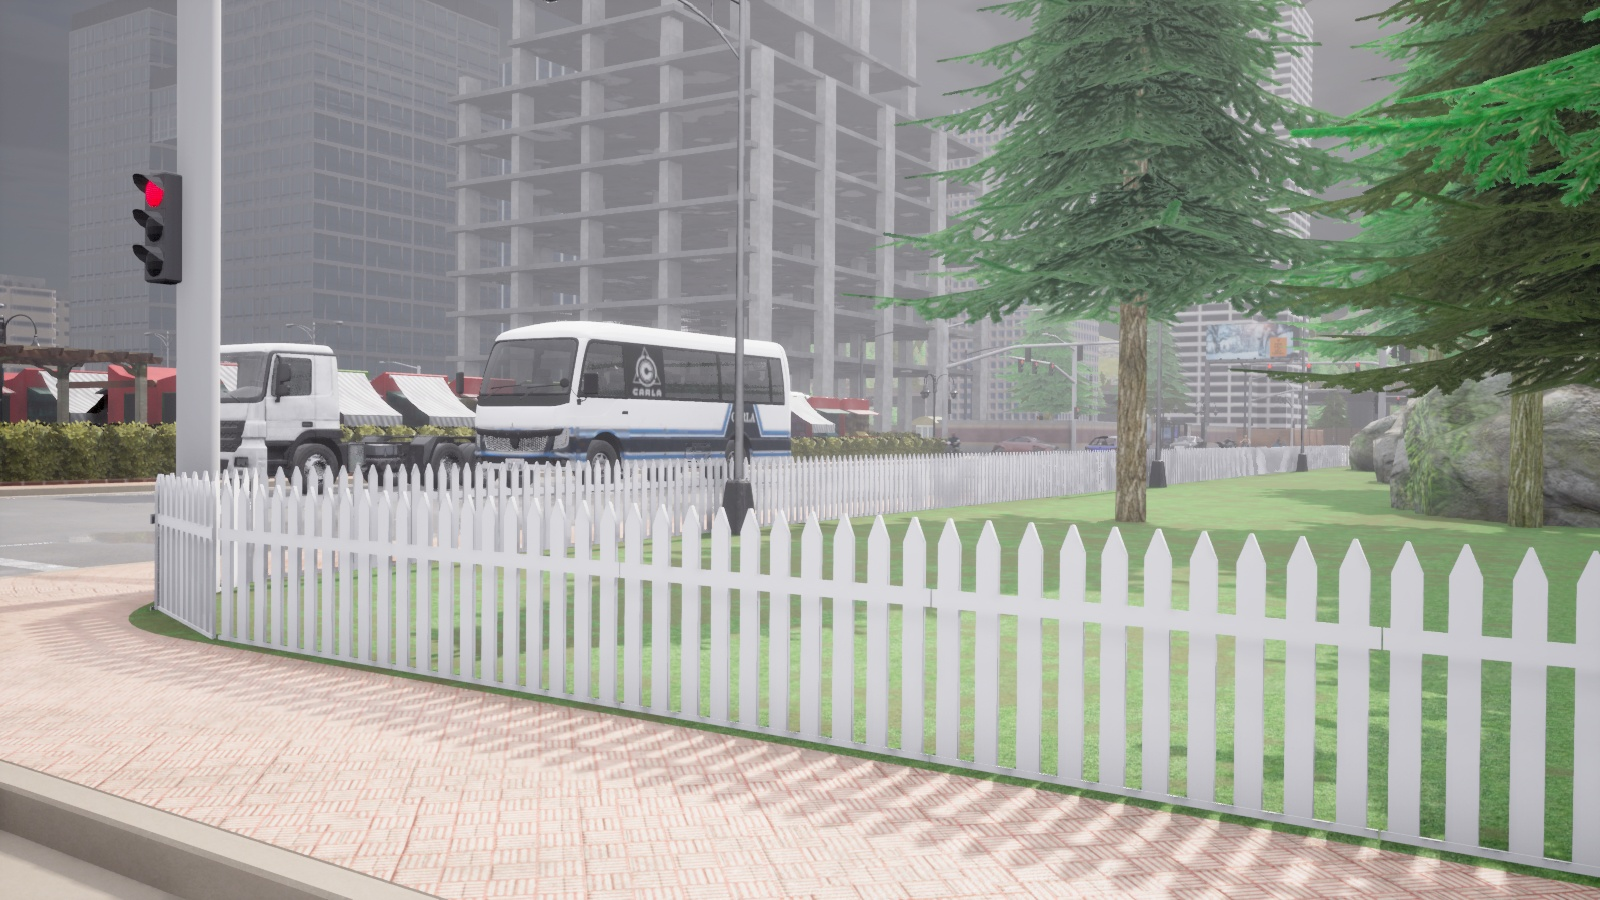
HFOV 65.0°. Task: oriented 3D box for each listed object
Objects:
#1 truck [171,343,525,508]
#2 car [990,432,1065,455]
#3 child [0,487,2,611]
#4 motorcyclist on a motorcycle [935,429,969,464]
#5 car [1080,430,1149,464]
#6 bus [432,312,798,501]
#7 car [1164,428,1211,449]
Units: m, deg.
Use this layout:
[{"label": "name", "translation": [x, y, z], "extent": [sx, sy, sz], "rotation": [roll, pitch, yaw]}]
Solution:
[{"label": "truck", "translation": [-10.611, -0.571, 30.501], "extent": [2.891, 3.462, 7.936], "rotation": [0, 1, 32]}, {"label": "car", "translation": [14.264, -0.440, 78.749], "extent": [4.181, 1.385, 1.994], "rotation": [1, 1, 32]}, {"label": "child", "translation": [-6.364, 0.697, 9.589], "extent": [0.255, 1.110, 0.394], "rotation": [0, 1, 5]}, {"label": "motorcyclist on a motorcycle", "translation": [7.132, -0.182, 58.742], "extent": [0.866, 1.590, 1.817], "rotation": [0, 1, 32]}, {"label": "car", "translation": [14.279, -0.162, 56.946], "extent": [1.816, 1.474, 4.193], "rotation": [0, 1, 32]}, {"label": "bus", "translation": [-4.467, -1.065, 33.699], "extent": [3.944, 4.253, 10.273], "rotation": [0, 1, 32]}, {"label": "car", "translation": [28.794, -0.845, 93.194], "extent": [2.128, 1.511, 4.902], "rotation": [0, 1, 32]}]
